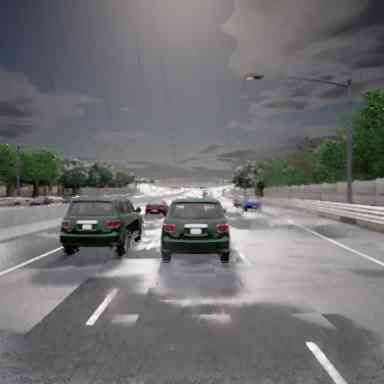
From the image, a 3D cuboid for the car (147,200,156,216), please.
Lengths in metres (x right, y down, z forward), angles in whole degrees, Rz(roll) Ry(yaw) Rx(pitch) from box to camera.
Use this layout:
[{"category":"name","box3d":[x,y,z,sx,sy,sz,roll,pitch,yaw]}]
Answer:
[{"category":"car","box3d":[-3.284,1.474,31.863,1.882,1.535,5.008,0,0,0]}]

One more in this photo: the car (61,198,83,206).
[{"category":"car","box3d":[-20.670,1.638,57.554,1.895,1.301,4.718,0,0,1]}]

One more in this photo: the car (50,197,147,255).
[{"category":"car","box3d":[-3.376,1.214,13.404,2.150,2.045,5.566,0,0,0]}]

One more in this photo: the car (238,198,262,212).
[{"category":"car","box3d":[7.095,1.486,39.837,1.882,1.535,5.008,0,0,2]}]

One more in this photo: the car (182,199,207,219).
[{"category":"car","box3d":[0.206,1.487,30.300,2.128,1.511,4.902,0,0,0]}]

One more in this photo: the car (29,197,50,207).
[{"category":"car","box3d":[-24.224,1.575,53.682,2.033,1.411,5.357,0,0,1]}]

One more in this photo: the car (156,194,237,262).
[{"category":"car","box3d":[0.121,1.215,12.188,2.150,2.045,5.566,0,0,0]}]
